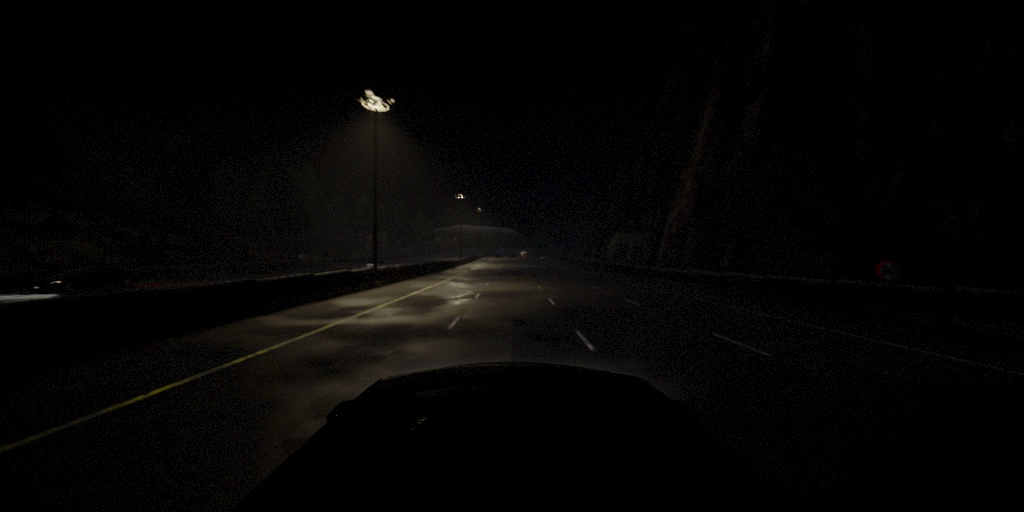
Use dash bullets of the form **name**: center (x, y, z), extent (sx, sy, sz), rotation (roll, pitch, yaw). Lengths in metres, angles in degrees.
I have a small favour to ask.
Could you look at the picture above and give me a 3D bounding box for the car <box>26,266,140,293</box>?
- **car**: center (-24.472, 1.301, 20.766), extent (1.812, 1.442, 4.674), rotation (0, 1, 0)
